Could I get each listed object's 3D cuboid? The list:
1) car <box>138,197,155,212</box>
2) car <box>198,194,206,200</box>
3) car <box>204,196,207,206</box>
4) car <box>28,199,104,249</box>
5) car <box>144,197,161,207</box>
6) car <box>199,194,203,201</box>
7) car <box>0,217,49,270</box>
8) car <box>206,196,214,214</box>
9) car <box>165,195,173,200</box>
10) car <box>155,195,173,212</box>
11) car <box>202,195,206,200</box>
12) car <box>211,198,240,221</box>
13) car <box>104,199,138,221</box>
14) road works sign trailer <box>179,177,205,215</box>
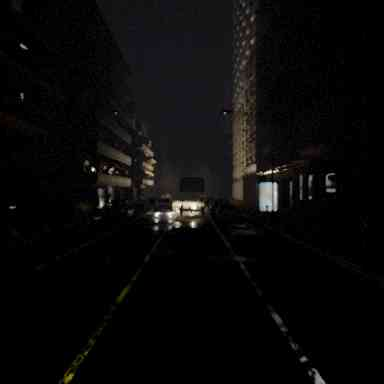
[{"bbox_3d":[-5.693,1.452,37.067,2.008,1.369,4.403,0,0,0],"label":"car"},{"bbox_3d":[2.684,1.346,87.905,2.008,1.369,4.403,0,0,0],"label":"car"},{"bbox_3d":[2.687,1.452,37.069,2.008,1.369,4.403,0,0,0],"label":"car"},{"bbox_3d":[-5.692,1.276,14.473,2.192,1.841,5.009,0,0,0],"label":"car"},{"bbox_3d":[-5.694,1.440,48.364,1.947,1.339,4.313,0,0,0],"label":"car"},{"bbox_3d":[2.685,1.361,76.607,1.887,1.381,4.507,0,0,0],"label":"car"},{"bbox_3d":[-5.691,1.558,8.825,1.802,1.307,4.206,0,0,0],"label":"car"},{"bbox_3d":[2.688,1.356,31.419,1.967,1.590,4.097,0,0,0],"label":"car"},{"bbox_3d":[-5.696,1.388,82.256,1.802,1.307,4.206,0,0,0],"label":"car"},{"bbox_3d":[-3.097,1.426,37.470,1.812,1.442,4.674,0,0,0],"label":"car"},{"bbox_3d":[2.687,1.440,48.365,1.947,1.339,4.313,0,0,0],"label":"car"},{"bbox_3d":[2.688,1.455,25.941,1.752,1.417,4.829,0,0,0],"label":"car"},{"bbox_3d":[-5.692,1.371,25.771,1.967,1.590,4.097,0,0,0],"label":"car"},{"bbox_3d":[-0.002,0.380,31.575,2.380,3.560,2.880,0,0,0],"label":"road works sign trailer"}]
